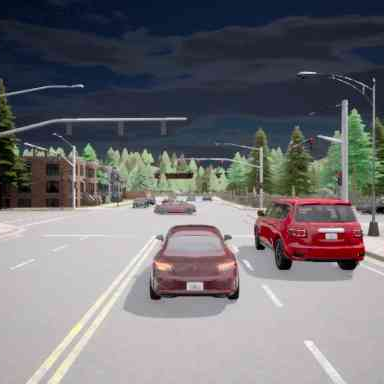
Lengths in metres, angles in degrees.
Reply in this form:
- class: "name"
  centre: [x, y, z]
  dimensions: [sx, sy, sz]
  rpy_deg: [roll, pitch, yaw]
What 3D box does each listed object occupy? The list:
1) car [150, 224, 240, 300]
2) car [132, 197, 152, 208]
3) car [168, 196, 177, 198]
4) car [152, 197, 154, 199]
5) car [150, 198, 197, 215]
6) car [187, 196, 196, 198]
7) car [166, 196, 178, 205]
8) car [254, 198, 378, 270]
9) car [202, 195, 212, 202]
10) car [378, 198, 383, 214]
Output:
- class: "car"
  centre: [0.049, 1.526, 8.266]
  dimensions: [1.812, 1.442, 4.674]
  rpy_deg: [0, 0, 0]
- class: "car"
  centre: [-7.165, 1.505, 46.954]
  dimensions: [1.837, 1.490, 4.892]
  rpy_deg: [0, 0, 0]
- class: "car"
  centre: [-3.648, 1.601, 51.734]
  dimensions: [1.895, 1.301, 4.718]
  rpy_deg: [0, 0, 0]
- class: "car"
  centre: [-7.179, 1.547, 56.698]
  dimensions: [2.033, 1.411, 5.357]
  rpy_deg: [0, 0, 0]
- class: "car"
  centre: [-1.638, 1.564, 32.782]
  dimensions: [4.181, 1.385, 1.994]
  rpy_deg: [0, 0, 2]
- class: "car"
  centre: [-0.125, 1.553, 74.657]
  dimensions: [1.994, 1.385, 4.181]
  rpy_deg: [0, 0, 0]
- class: "car"
  centre: [-3.653, 1.505, 62.021]
  dimensions: [1.837, 1.490, 4.892]
  rpy_deg: [0, 0, 0]
- class: "car"
  centre: [3.557, 1.221, 11.146]
  dimensions: [2.150, 2.045, 5.566]
  rpy_deg: [0, 0, 0]
- class: "car"
  centre: [3.382, 1.355, 74.428]
  dimensions: [2.097, 1.767, 4.553]
  rpy_deg: [0, 0, 0]
- class: "car"
  centre: [18.517, 1.354, 32.531]
  dimensions: [4.553, 1.767, 2.097]
  rpy_deg: [0, 0, 0]
